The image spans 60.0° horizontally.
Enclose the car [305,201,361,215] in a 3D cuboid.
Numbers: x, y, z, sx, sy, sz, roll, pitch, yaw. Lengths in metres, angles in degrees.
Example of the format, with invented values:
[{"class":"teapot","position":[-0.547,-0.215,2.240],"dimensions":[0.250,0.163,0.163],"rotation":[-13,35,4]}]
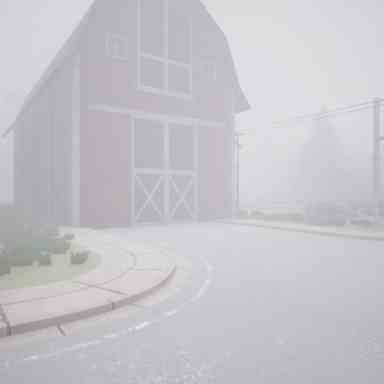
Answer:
[{"class":"car","position":[12.179,1.518,28.944],"dimensions":[2.128,1.511,4.902],"rotation":[0,0,-35]}]

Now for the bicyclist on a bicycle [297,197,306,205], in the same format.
[{"class":"bicyclist on a bicycle","position":[13.338,1.322,40.263],"dimensions":[1.656,1.620,0.582],"rotation":[46,-25,-24]}]
